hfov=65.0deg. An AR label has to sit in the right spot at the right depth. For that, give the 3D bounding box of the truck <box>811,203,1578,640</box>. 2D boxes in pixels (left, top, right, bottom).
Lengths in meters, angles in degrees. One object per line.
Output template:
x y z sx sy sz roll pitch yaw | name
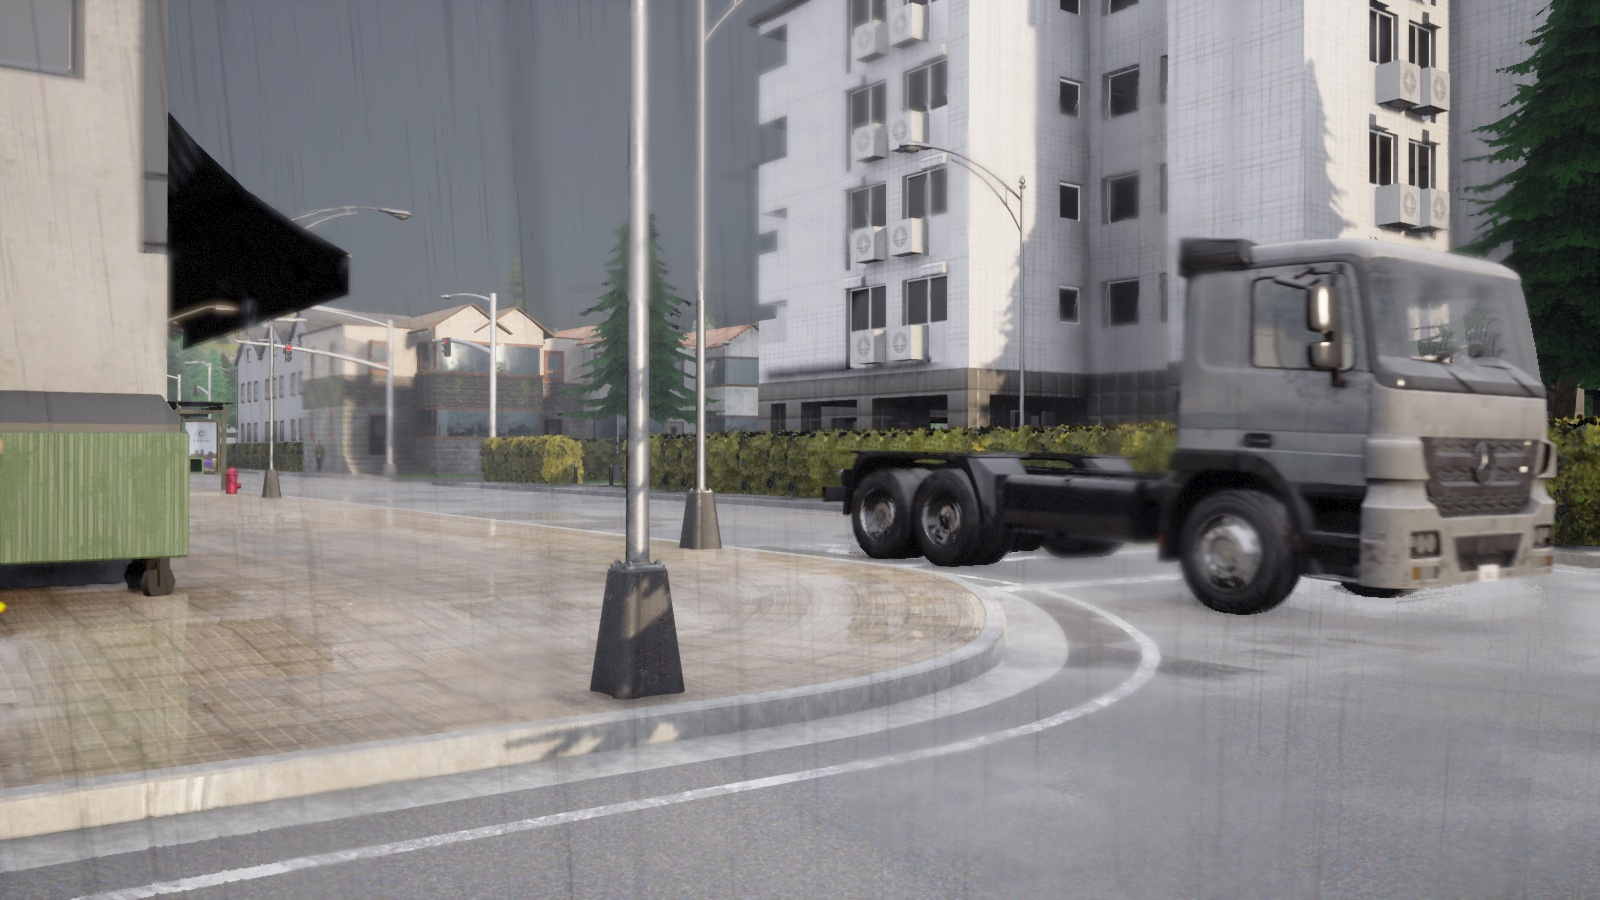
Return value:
3.665 -0.322 14.008 2.891 3.462 7.936 0 1 -36 | truck

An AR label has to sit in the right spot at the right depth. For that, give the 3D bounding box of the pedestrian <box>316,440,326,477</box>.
-25.555 0.444 66.955 0.423 1.949 0.788 0 0 -25 | pedestrian

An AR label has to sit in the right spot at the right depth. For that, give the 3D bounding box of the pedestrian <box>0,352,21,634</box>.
-5.435 0.281 8.111 0.345 1.836 0.594 0 0 27 | pedestrian
